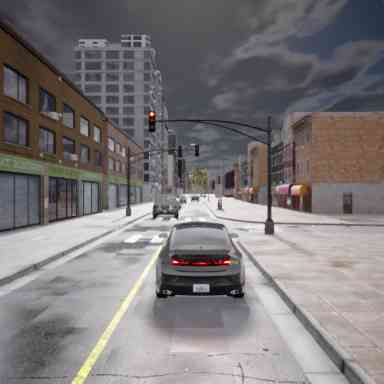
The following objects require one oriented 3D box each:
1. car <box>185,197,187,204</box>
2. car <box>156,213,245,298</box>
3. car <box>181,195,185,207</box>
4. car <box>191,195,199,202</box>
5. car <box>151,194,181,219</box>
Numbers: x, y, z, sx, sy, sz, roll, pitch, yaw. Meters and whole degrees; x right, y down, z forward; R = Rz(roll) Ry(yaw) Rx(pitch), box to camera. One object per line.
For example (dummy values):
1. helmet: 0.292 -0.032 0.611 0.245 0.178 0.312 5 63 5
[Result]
1. car: -2.161 1.328 65.503 2.097 1.767 4.553 0 0 1
2. car: 0.174 1.505 8.485 1.837 1.490 4.892 0 0 0
3. car: -2.419 1.486 45.512 2.128 1.511 4.902 0 0 1
4. car: 0.724 1.464 75.097 1.837 1.490 4.892 0 0 1
5. car: -2.294 1.222 29.155 2.150 2.045 5.566 0 0 -3
